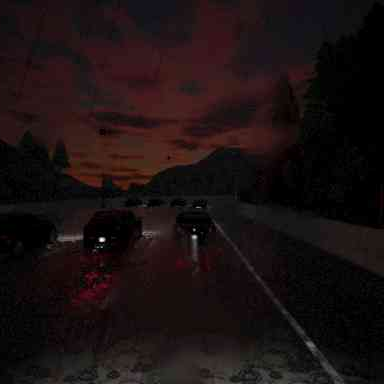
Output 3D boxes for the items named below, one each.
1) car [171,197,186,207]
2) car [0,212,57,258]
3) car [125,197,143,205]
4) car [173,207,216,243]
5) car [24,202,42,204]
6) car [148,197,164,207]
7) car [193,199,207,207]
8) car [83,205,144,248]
[{"bbox_3d":[-2.092,1.617,52.745,1.837,1.490,4.892,-1,0,7],"label":"car"},{"bbox_3d":[-6.899,1.534,12.863,1.837,1.490,4.892,0,0,0],"label":"car"},{"bbox_3d":[-9.149,1.603,52.566,2.128,1.511,4.902,0,0,7],"label":"car"},{"bbox_3d":[0.103,1.635,16.343,1.895,1.301,4.718,0,0,0],"label":"car"},{"bbox_3d":[-23.726,1.617,49.404,1.837,1.490,4.892,0,0,5],"label":"car"},{"bbox_3d":[-5.646,1.617,52.452,1.837,1.490,4.892,-1,0,7],"label":"car"},{"bbox_3d":[1.217,1.670,50.363,1.994,1.385,4.181,0,0,6],"label":"car"},{"bbox_3d":[-3.395,1.538,14.969,1.837,1.490,4.892,0,0,0],"label":"car"}]
